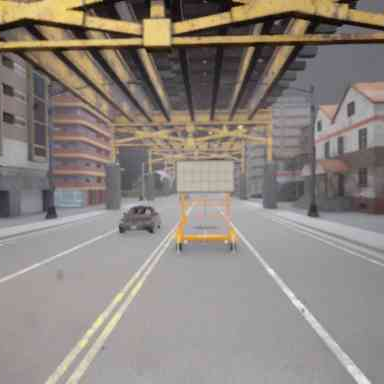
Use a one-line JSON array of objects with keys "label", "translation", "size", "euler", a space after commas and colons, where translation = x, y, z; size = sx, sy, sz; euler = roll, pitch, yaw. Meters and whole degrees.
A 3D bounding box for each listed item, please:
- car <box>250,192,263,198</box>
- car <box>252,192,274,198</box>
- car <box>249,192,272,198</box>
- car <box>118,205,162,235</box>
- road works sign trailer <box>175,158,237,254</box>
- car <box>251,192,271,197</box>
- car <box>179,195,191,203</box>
[{"label": "car", "translation": [16.036, 0.750, 75.677], "size": [4.974, 1.542, 2.038], "euler": [-1, 1, -18]}, {"label": "car", "translation": [16.084, 0.592, 75.691], "size": [4.536, 1.218, 1.853], "euler": [-1, 1, -18]}, {"label": "car", "translation": [16.511, 0.692, 79.821], "size": [4.974, 1.542, 2.038], "euler": [0, 1, 27]}, {"label": "car", "translation": [-2.846, 1.517, 19.024], "size": [1.812, 1.442, 4.674], "euler": [0, 0, 2]}, {"label": "road works sign trailer", "translation": [0.544, 0.437, 13.404], "size": [2.380, 3.560, 2.880], "euler": [0, 0, 2]}, {"label": "car", "translation": [16.556, 0.534, 79.795], "size": [4.536, 1.218, 1.853], "euler": [0, 1, 27]}, {"label": "car", "translation": [-1.240, 1.183, 61.522], "size": [2.033, 1.411, 5.357], "euler": [0, 1, 2]}]
